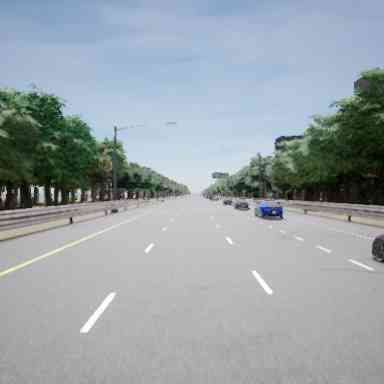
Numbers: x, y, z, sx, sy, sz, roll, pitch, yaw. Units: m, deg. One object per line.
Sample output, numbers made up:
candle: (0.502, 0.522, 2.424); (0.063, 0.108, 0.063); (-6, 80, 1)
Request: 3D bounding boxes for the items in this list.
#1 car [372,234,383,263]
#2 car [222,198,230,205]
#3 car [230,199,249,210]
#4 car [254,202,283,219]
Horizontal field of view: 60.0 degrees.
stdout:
car: (7.003, 1.578, 9.448); (1.994, 1.385, 4.181); (0, 0, 0)
car: (7.244, 1.955, 68.243); (1.812, 1.442, 4.674); (0, 0, 0)
car: (7.120, 1.804, 48.472); (1.812, 1.442, 4.674); (0, -1, 0)
car: (7.048, 1.627, 30.935); (1.882, 1.535, 5.008); (0, -1, 0)
